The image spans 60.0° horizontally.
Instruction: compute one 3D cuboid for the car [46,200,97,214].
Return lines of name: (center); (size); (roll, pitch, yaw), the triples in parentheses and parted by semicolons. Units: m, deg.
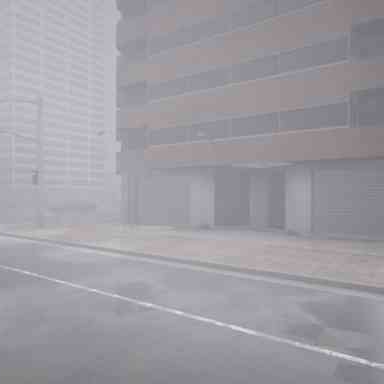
car: (-13.093, 1.546, 36.572); (2.033, 1.411, 5.357); (0, 0, 35)
